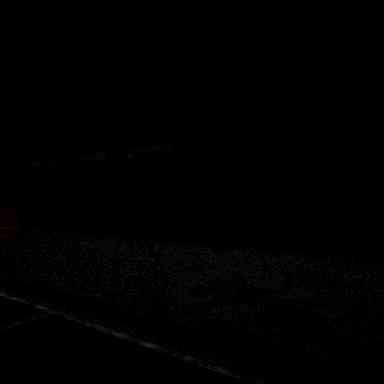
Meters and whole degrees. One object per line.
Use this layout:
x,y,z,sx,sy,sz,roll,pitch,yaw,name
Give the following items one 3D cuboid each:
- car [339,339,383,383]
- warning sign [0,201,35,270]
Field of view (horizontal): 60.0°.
2.926,1.293,0.768,5.009,1.841,2.192,-1,-1,36,car
-5.525,1.219,9.740,1.060,1.860,1.300,-1,0,36,warning sign
